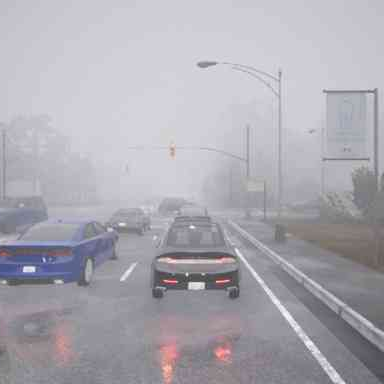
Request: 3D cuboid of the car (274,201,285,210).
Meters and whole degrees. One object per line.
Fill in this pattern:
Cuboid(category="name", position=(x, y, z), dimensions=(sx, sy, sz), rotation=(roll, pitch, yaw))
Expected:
Cuboid(category="car", position=(12.852, 1.491, 41.661), dimensions=(4.902, 1.511, 2.128), rotation=(0, 0, 3))

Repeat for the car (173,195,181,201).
Cuboid(category="car", position=(-3.800, 1.471, 85.277), dimensions=(1.882, 1.535, 5.008), rotation=(0, 0, 0))

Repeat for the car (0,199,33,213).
Cuboid(category="car", position=(-20.175, 1.526, 36.351), dimensions=(4.674, 1.442, 1.812), rotation=(0, 0, 0))

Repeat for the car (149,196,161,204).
Cuboid(category="car", position=(-7.261, 1.505, 65.951), dimensions=(1.837, 1.490, 4.892), rotation=(0, 0, 0))

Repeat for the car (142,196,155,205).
Cuboid(category="car", position=(-7.278, 1.505, 56.583), dimensions=(1.837, 1.490, 4.892), rotation=(0, 0, 0))

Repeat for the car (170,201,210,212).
Cuboid(category="car", position=(0.038, 1.478, 17.964), dimensions=(1.882, 1.535, 5.008), rotation=(0, 0, 0))

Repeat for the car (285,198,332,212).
Cuboid(category="car", position=(13.570, 1.526, 38.103), dimensions=(4.674, 1.442, 1.812), rotation=(0, 0, 3))

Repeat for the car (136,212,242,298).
Cuboid(category="car", position=(0.073, 1.491, 8.468), dimensions=(2.128, 1.511, 4.902), rotation=(0, 0, 0))

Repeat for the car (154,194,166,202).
Cuboid(category="car", position=(-7.267, 1.355, 75.875), dimensions=(2.097, 1.767, 4.553), rotation=(0, 0, 0))

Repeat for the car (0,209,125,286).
Cuboid(category="car", position=(-3.431, 1.478, 9.472), dimensions=(1.882, 1.535, 5.008), rotation=(0, 0, 0))

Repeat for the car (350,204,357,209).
Cuboid(category="car", position=(22.589, 1.542, 41.133), dimensions=(5.357, 1.411, 2.033), rotation=(0, 0, 3))

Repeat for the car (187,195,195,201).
Cuboid(category="car", position=(-0.302, 1.518, 85.673), dimensions=(2.128, 1.511, 4.902), rotation=(0, 0, 0))

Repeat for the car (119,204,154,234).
Cuboid(category="car", position=(-3.463, 1.564, 18.464), dimensions=(1.994, 1.385, 4.181), rotation=(0, 0, 0))

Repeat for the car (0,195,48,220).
Cuboid(category="car", position=(-10.394, 1.221, 19.158), dimensions=(2.150, 2.045, 5.566), rotation=(0, 0, 3))

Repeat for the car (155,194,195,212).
Cuboid(category="car", position=(-1.247, 1.351, 35.187), dimensions=(4.553, 1.767, 2.097), rotation=(0, 0, 3))
